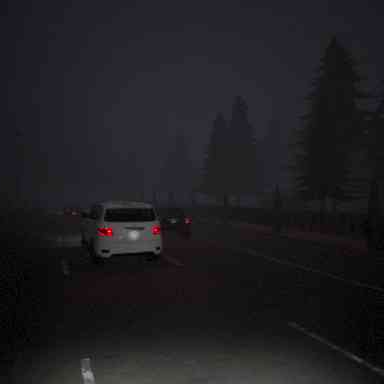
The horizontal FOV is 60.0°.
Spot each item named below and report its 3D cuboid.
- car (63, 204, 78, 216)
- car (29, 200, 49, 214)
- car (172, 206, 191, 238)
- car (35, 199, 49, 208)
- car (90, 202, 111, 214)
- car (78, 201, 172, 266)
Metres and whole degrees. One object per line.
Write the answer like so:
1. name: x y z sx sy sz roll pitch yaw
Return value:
1. car: -13.143 1.918 36.684 1.895 1.301 4.718 1 -1 -23
2. car: -18.211 1.854 39.605 2.033 1.411 5.357 1 -1 -20
3. car: -1.780 1.563 18.958 2.097 1.767 4.553 1 -1 -23
4. car: -25.966 2.013 57.614 1.994 1.385 4.181 1 -1 -24
5. car: -11.506 1.994 41.770 1.895 1.301 4.718 1 -1 -23
6. car: -2.790 1.347 12.403 2.150 2.045 5.566 1 -1 -23
